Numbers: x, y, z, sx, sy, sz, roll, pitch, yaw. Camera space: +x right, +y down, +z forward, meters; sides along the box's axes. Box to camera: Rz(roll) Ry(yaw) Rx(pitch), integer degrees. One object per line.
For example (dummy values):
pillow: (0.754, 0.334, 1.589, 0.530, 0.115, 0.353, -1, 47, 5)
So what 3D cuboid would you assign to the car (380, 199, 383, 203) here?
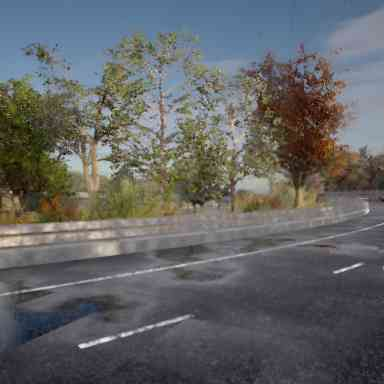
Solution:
car: (46.129, 1.925, 78.062, 1.882, 1.535, 5.008, 0, 0, 5)
